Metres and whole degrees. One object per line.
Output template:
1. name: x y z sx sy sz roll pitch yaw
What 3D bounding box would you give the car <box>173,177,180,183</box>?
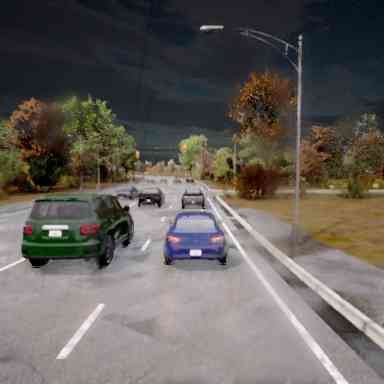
1. car: -3.974 -3.057 87.624 2.128 1.511 4.902 0 3 -2

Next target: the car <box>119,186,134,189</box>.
1. car: -6.998 0.017 35.839 2.033 1.411 5.357 0 3 0

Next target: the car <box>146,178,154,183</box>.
1. car: -10.999 -3.082 88.172 1.812 1.442 4.674 0 3 -2

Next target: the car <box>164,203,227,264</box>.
1. car: 0.100 1.360 11.077 1.812 1.442 4.674 0 2 0

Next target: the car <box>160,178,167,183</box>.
1. car: -7.501 -3.058 88.338 2.033 1.411 5.357 0 3 -2

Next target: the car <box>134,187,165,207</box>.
1. car: -3.399 0.378 28.440 1.882 1.535 5.008 0 3 0

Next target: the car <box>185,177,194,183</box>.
1. car: -0.474 -3.084 87.721 1.882 1.535 5.008 0 3 -2

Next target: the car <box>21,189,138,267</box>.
1. car: -3.398 1.057 10.954 2.150 2.045 5.566 0 1 0

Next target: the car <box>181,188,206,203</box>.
1. car: 0.102 0.443 27.558 2.128 1.511 4.902 0 3 0
